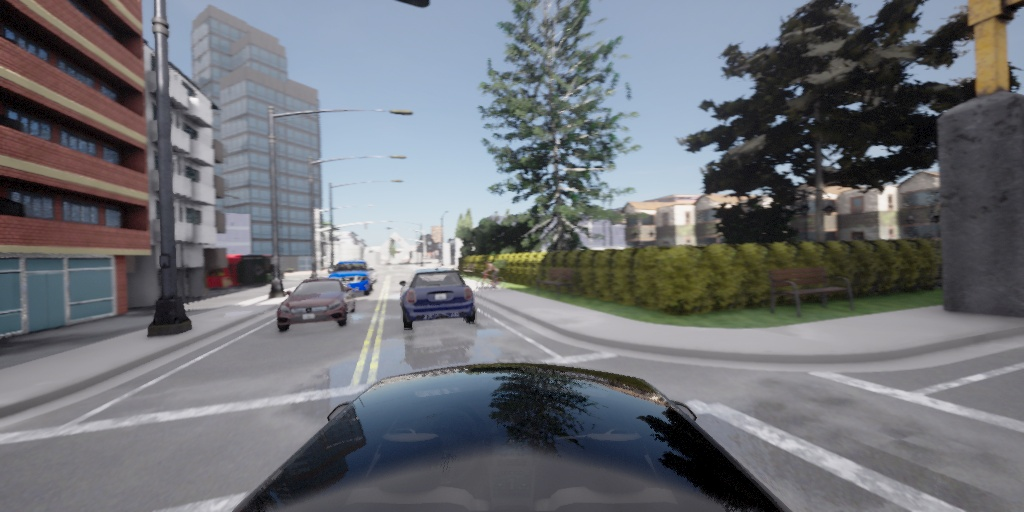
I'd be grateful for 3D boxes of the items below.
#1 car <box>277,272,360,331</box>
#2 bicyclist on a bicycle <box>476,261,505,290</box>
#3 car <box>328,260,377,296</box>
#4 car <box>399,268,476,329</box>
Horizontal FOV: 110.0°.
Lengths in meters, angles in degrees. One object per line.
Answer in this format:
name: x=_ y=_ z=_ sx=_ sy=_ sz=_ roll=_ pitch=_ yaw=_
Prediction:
car: x=-6.560 y=1.492 z=12.440 sx=1.812 sy=1.442 sz=4.674 roll=-2 pitch=0 yaw=-19
bicyclist on a bicycle: x=-1.201 y=1.084 z=19.953 sx=1.656 sy=1.620 sz=0.582 roll=-2 pitch=0 yaw=-18
car: x=-9.695 y=1.288 z=21.793 sx=2.150 sy=2.045 sz=5.566 roll=-2 pitch=0 yaw=-18
car: x=-2.641 y=1.185 z=12.080 sx=2.097 sy=1.767 sz=4.553 roll=-2 pitch=0 yaw=-17
